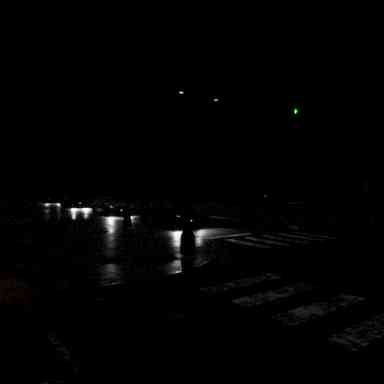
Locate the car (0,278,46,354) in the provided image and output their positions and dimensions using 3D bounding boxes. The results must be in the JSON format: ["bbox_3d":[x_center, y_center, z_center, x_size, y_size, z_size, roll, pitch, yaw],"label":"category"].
[{"bbox_3d":[-4.263,1.525,3.620,4.829,1.417,1.752,0,0,-35],"label":"car"}]

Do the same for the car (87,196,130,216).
[{"bbox_3d":[-6.669,1.061,27.030,1.812,1.442,4.674,0,1,-35],"label":"car"}]

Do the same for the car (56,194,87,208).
[{"bbox_3d":[-12.431,0.921,35.078,1.994,1.385,4.181,0,1,-36],"label":"car"}]

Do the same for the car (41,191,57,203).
[{"bbox_3d":[-18.683,0.673,43.937,1.837,1.490,4.892,0,2,-33],"label":"car"}]

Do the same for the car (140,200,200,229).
[{"bbox_3d":[-1.454,1.227,19.741,1.812,1.442,4.674,0,1,-37],"label":"car"}]
